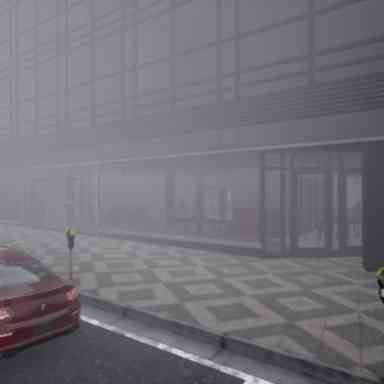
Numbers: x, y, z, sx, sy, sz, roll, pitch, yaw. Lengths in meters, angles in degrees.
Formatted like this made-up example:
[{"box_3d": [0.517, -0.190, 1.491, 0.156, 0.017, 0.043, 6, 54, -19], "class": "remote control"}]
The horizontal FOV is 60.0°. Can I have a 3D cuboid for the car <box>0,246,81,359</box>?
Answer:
[{"box_3d": [-3.525, 1.541, 5.370, 4.206, 1.307, 1.802, 1, 0, 36], "class": "car"}]
